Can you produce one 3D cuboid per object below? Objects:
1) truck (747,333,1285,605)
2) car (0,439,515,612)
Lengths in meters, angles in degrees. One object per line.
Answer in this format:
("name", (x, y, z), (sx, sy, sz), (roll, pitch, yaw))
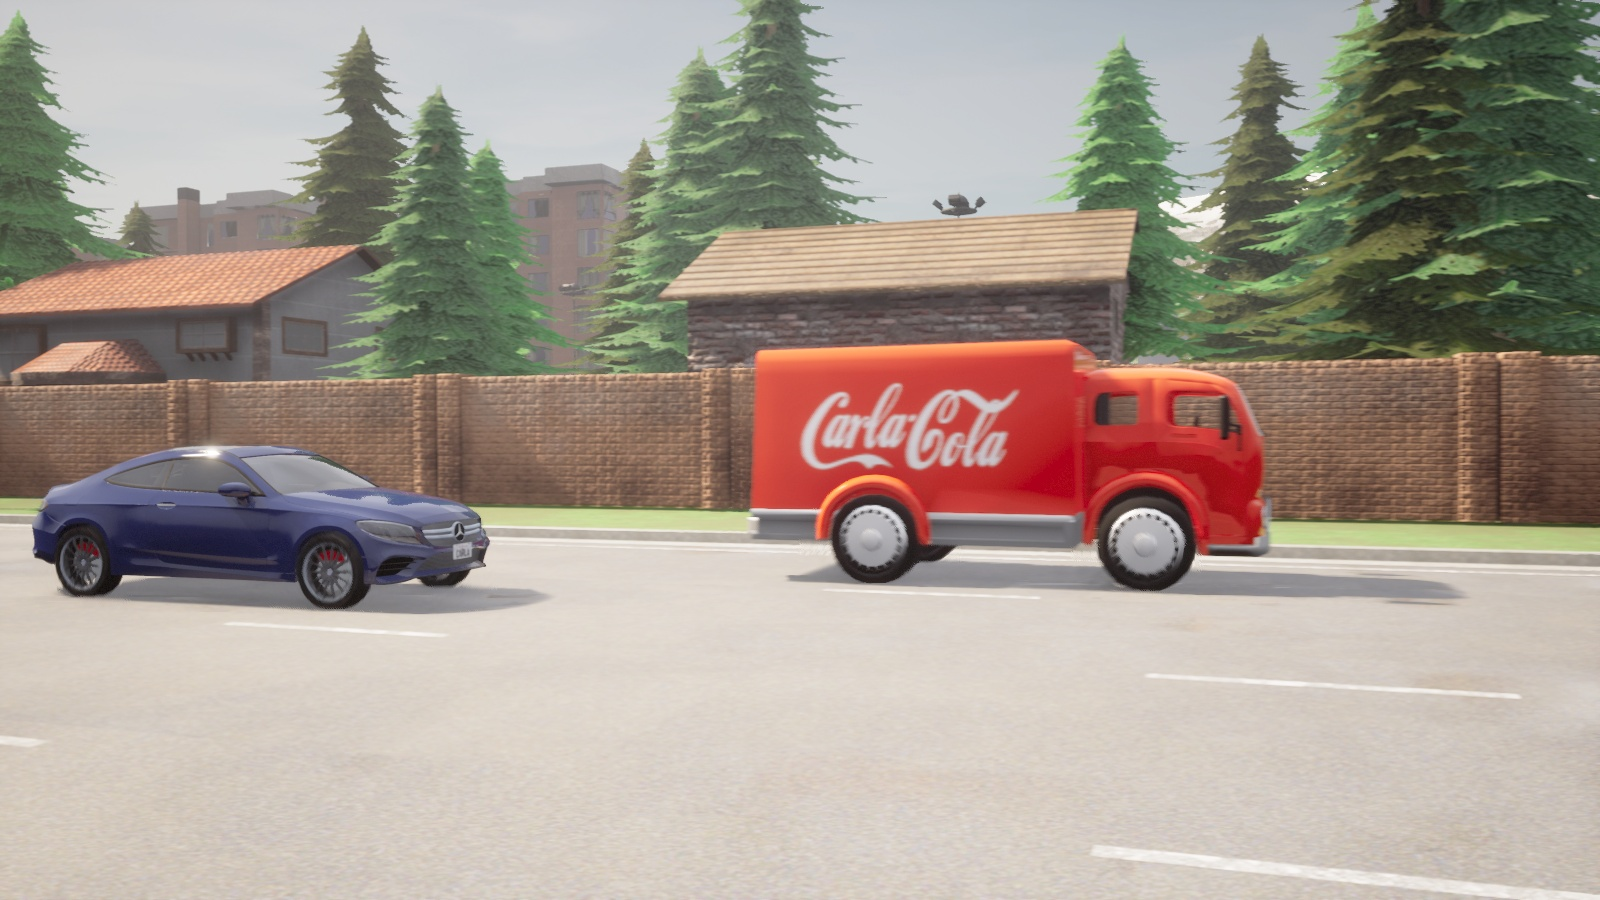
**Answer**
("truck", (2.341, 0.133, 13.476), (5.204, 2.467, 2.627), (1, 1, 19))
("car", (-5.338, 0.634, 12.374), (4.674, 1.442, 1.812), (1, 1, 19))
